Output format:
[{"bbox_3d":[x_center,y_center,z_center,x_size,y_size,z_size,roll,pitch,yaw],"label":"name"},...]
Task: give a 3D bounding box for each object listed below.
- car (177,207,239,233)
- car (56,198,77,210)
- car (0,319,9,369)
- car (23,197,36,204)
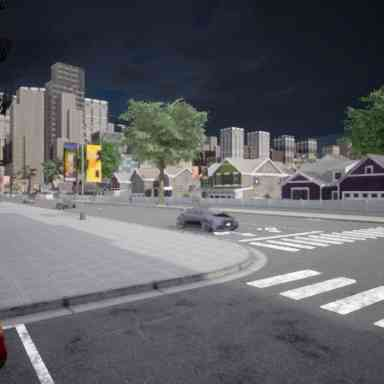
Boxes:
[{"bbox_3d":[0.856,1.598,19.945,1.994,1.385,4.181,0,0,-35],"label":"car"},{"bbox_3d":[-17.319,1.637,45.646,1.837,1.490,4.892,0,0,-35],"label":"car"},{"bbox_3d":[-4.188,1.440,3.202,4.097,1.590,1.967,0,0,-36],"label":"car"},{"bbox_3d":[-33.448,1.732,68.455,2.128,1.511,4.902,0,0,-35],"label":"car"}]
